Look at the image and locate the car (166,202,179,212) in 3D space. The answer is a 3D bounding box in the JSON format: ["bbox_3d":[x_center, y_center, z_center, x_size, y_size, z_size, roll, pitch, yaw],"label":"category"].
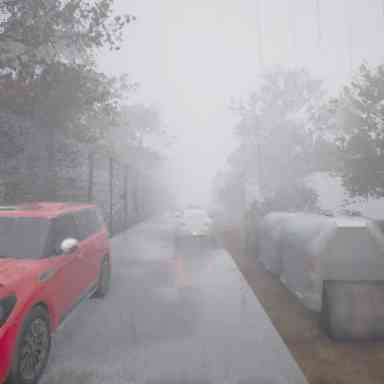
[{"bbox_3d":[-2.666,2.173,47.998,2.033,1.411,5.357,0,-1,1],"label":"car"}]

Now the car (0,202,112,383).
[{"bbox_3d":[-2.880,1.230,5.567,2.150,2.045,5.566,0,0,-1],"label":"car"}]

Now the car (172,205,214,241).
[{"bbox_3d":[0.133,1.615,17.033,1.812,1.442,4.674,0,-1,0],"label":"car"}]
